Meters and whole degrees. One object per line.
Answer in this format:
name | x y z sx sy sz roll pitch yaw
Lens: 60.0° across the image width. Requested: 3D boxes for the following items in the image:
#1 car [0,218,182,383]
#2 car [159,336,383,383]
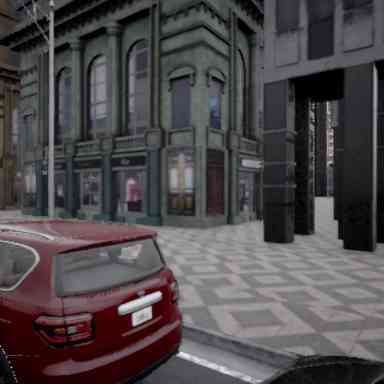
car | -2.441 1.312 4.699 5.009 1.841 2.192 0 0 35
car | 2.149 1.567 1.427 4.313 1.339 1.947 0 0 35
